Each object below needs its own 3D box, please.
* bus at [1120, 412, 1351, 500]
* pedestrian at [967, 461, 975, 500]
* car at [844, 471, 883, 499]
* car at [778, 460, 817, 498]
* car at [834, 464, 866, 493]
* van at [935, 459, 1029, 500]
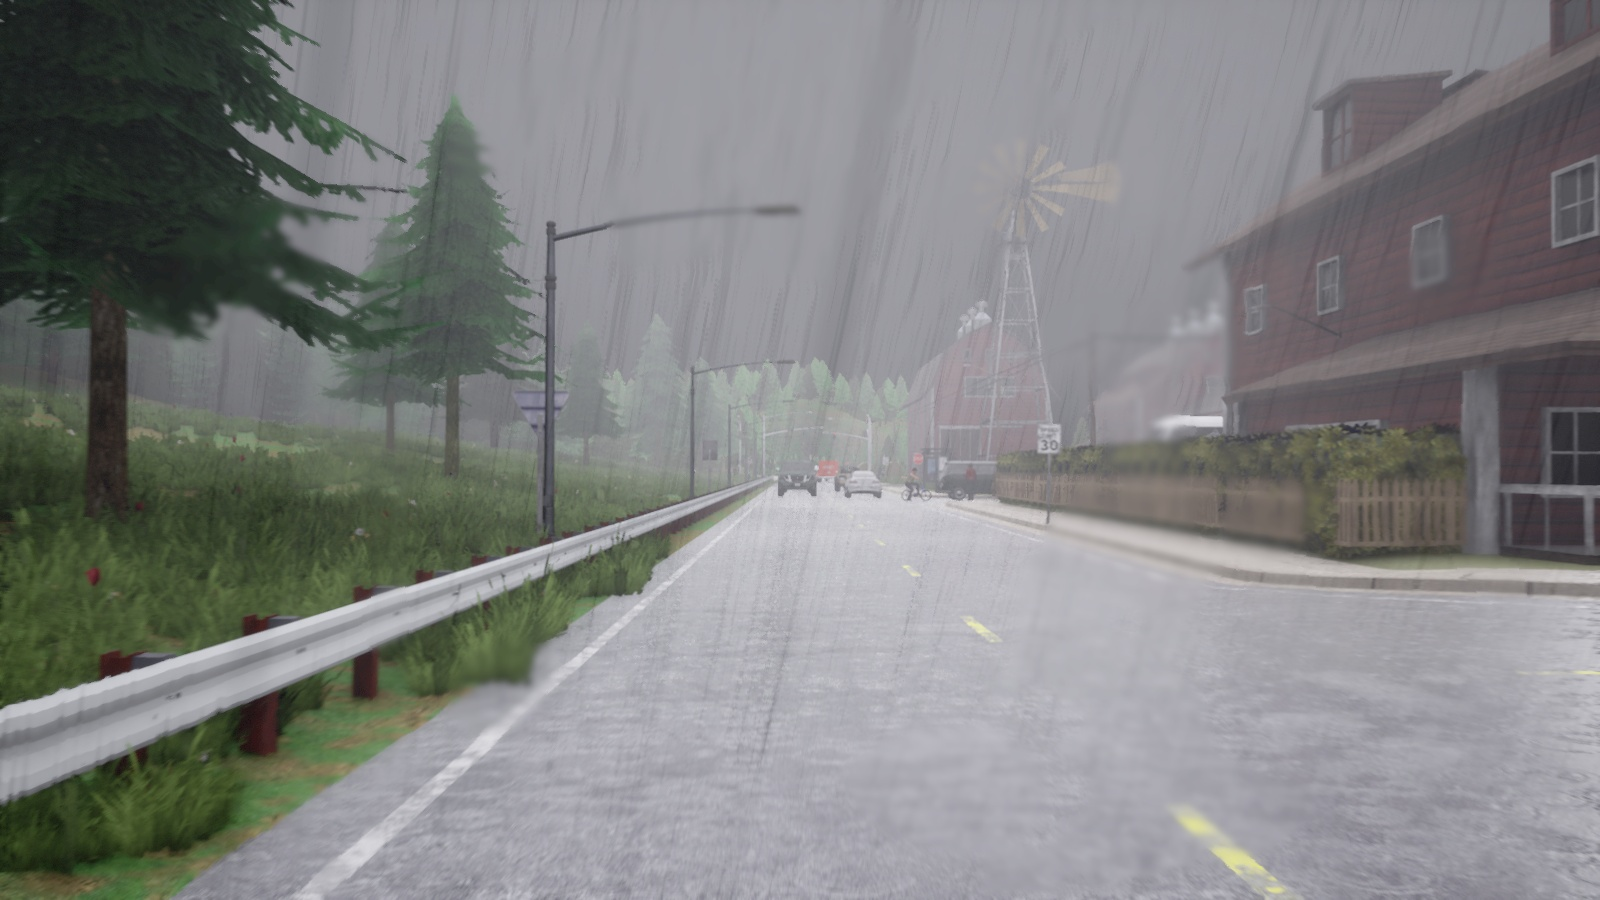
[{"bbox_3d":[21.820,0.306,63.414,10.273,4.253,3.944,0,-1,0],"label":"bus"},{"bbox_3d":[8.097,1.466,59.621,0.331,1.846,0.636,0,-1,4],"label":"pedestrian"},{"bbox_3d":[3.368,1.844,67.515,1.812,1.442,4.674,0,-1,0],"label":"car"},{"bbox_3d":[-0.139,1.609,71.277,2.150,2.045,5.566,0,-1,0],"label":"car"},{"bbox_3d":[3.333,1.900,84.815,1.932,1.855,4.605,0,0,0],"label":"car"},{"bbox_3d":[9.133,1.484,63.251,4.442,1.987,1.775,0,-1,-2],"label":"van"}]
